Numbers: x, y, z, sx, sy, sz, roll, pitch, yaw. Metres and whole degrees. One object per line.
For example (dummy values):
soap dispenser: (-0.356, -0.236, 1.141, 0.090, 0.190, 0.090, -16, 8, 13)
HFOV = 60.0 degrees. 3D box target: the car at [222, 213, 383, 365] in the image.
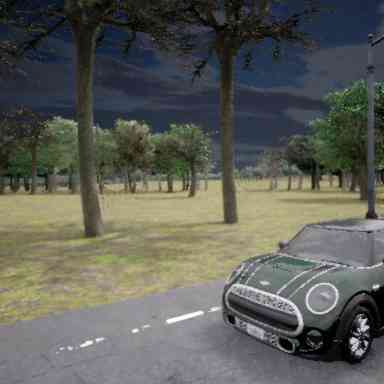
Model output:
car: (2.702, 1.320, 5.917, 4.553, 1.767, 2.097, -1, 0, -35)
